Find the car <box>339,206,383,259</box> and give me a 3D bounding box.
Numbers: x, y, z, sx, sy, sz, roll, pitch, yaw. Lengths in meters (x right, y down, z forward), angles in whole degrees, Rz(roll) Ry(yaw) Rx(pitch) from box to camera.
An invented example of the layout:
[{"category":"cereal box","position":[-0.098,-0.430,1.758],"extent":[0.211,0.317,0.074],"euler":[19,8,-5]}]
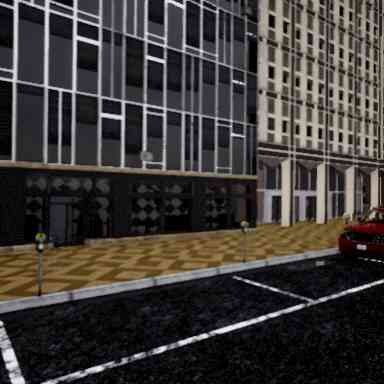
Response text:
[{"category":"car","position":[7.312,1.412,11.768],"extent":[5.009,1.841,2.192],"euler":[1,0,-35]}]
